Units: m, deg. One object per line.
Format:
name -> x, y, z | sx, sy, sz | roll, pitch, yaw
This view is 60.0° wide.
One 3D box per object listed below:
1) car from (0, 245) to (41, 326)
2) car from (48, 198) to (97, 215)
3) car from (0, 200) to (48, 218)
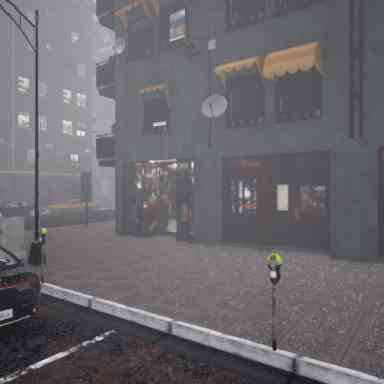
car -> -4.506, 1.551, 6.075 | 4.403, 1.369, 2.008 | 0, 0, 35
car -> -11.011, 1.249, 30.502 | 1.752, 1.417, 4.829 | 1, 1, 35
car -> -14.095, 1.349, 26.073 | 2.008, 1.369, 4.403 | 1, 1, 35
